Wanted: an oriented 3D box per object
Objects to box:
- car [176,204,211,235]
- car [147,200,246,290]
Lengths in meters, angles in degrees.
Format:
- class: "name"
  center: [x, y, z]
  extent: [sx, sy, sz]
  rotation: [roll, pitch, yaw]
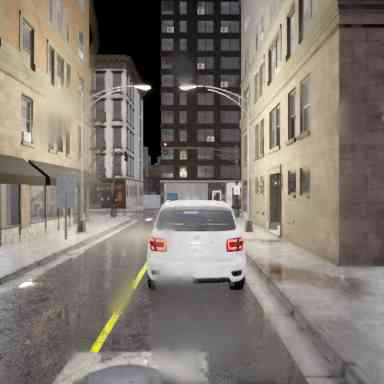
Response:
- class: "car"
  center: [0.060, 1.526, 19.538]
  extent: [1.812, 1.442, 4.674]
  rotation: [0, 0, 0]
- class: "car"
  center: [0.090, 1.221, 9.215]
  extent: [2.150, 2.045, 5.566]
  rotation: [0, 0, 0]
